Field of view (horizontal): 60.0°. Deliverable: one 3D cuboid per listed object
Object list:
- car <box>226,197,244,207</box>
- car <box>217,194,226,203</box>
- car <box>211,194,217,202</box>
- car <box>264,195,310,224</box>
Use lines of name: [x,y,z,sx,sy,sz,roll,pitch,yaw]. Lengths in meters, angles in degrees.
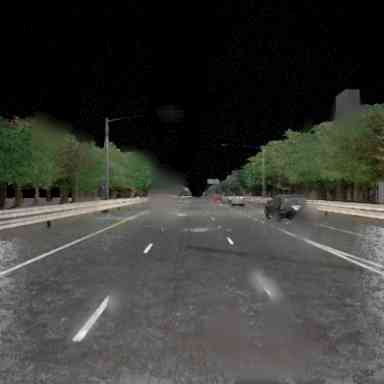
car: [7.036,1.618,53.214,1.994,1.385,4.181,0,0,1]
car: [7.155,1.712,71.962,2.128,1.511,4.902,0,-1,0]
car: [7.290,1.652,91.974,2.150,2.045,5.566,0,-1,0]
car: [7.012,1.226,24.983,2.150,2.045,5.566,0,0,0]
